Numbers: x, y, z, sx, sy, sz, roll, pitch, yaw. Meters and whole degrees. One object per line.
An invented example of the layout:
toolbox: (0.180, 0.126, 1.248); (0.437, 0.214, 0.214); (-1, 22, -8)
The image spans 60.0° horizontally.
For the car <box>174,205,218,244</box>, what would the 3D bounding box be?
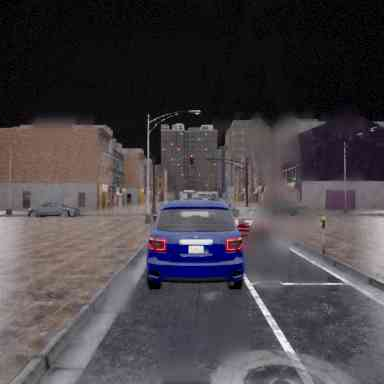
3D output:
car: (0.124, 1.500, 17.044); (1.882, 1.535, 5.008); (0, 0, -1)

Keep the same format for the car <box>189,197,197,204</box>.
car: (0.132, 1.905, 78.183); (1.837, 1.490, 4.892); (0, -1, 0)

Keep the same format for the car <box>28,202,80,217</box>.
car: (-11.925, 1.590, 28.928); (4.181, 1.385, 1.994); (0, -2, 0)

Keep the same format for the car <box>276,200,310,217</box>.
car: (8.644, 1.585, 31.716); (4.892, 1.490, 1.837); (0, -2, 0)

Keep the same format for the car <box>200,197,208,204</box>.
car: (2.783, 1.912, 76.397); (1.752, 1.417, 4.829); (1, -1, 0)

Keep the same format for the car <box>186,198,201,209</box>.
car: (0.166, 1.649, 49.911); (2.128, 1.511, 4.902); (0, 0, 0)

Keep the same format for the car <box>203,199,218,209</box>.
car: (2.737, 1.718, 49.040); (1.947, 1.339, 4.313); (1, 0, 0)

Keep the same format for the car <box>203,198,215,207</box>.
car: (2.748, 1.717, 54.647); (1.752, 1.417, 4.829); (1, 0, 0)

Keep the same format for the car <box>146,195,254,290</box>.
car: (0.056, 1.230, 9.240); (2.150, 2.045, 5.566); (0, 0, -1)

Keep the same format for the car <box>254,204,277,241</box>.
car: (2.689, 1.462, 16.857); (1.967, 1.590, 4.097); (2, 0, 0)

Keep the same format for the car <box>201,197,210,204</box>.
car: (2.774, 1.859, 70.959); (1.752, 1.417, 4.829); (1, -1, 0)

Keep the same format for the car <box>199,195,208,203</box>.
car: (2.796, 1.757, 81.668); (2.192, 1.841, 5.009); (1, -1, 0)

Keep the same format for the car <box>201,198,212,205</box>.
car: (2.764, 1.847, 65.352); (1.947, 1.339, 4.313); (1, -1, 0)

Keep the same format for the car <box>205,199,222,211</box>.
car: (2.728, 1.684, 43.603); (1.947, 1.339, 4.313); (1, 0, 0)
